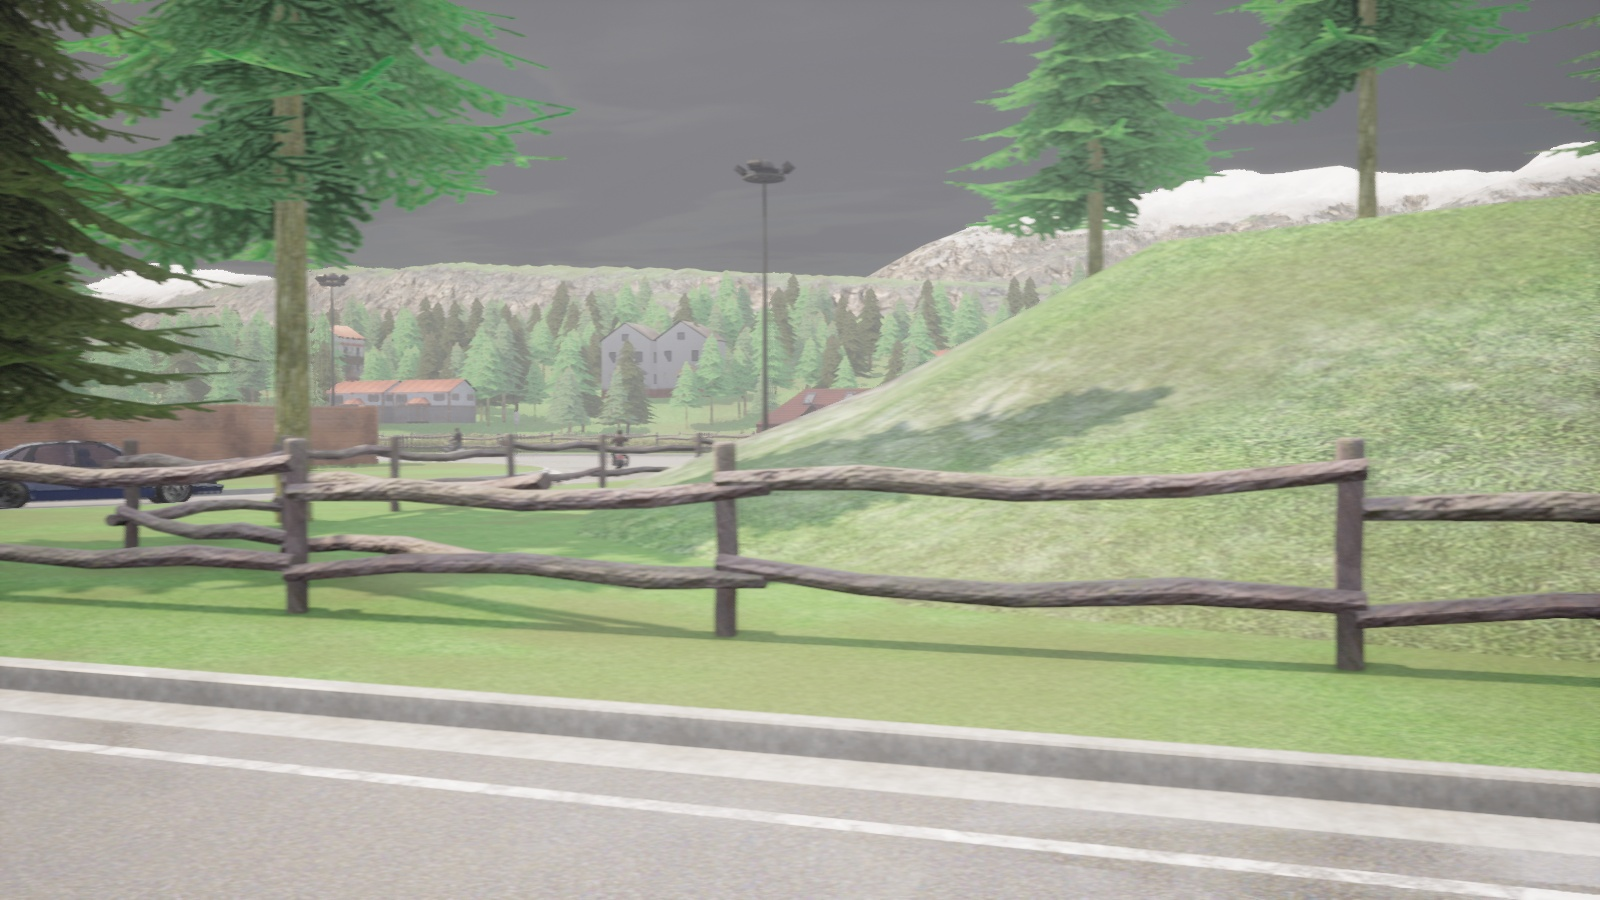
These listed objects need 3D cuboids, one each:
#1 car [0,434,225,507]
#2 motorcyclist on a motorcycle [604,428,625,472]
[{"bbox_3d":[-15.229,0.384,26.436,5.357,1.411,2.033,0,1,-37],"label":"car"},{"bbox_3d":[-7.089,-0.026,47.930,0.766,1.649,2.350,0,1,-9],"label":"motorcyclist on a motorcycle"}]
